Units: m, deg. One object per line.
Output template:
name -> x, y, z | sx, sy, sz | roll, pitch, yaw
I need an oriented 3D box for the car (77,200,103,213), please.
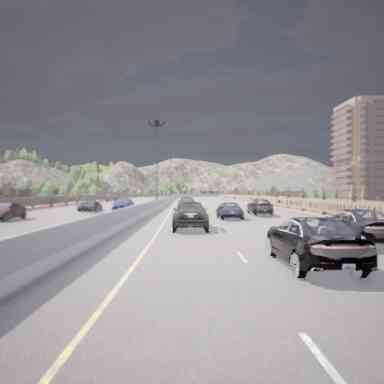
car -> -11.266, 1.565, 36.847 | 1.994, 1.385, 4.181 | 0, 0, -1

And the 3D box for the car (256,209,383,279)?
car -> 3.563, 1.492, 10.026 | 2.128, 1.511, 4.902 | 0, 0, 0

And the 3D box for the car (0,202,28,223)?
car -> -14.449, 1.526, 25.754 | 1.812, 1.442, 4.674 | 0, 0, -2

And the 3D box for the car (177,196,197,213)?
car -> -0.619, 1.353, 38.341 | 2.097, 1.767, 4.553 | 0, 0, -2

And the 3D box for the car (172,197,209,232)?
car -> -0.126, 1.353, 20.374 | 2.097, 1.767, 4.553 | 0, 0, -1

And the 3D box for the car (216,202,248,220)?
car -> 3.164, 1.565, 28.400 | 1.994, 1.385, 4.181 | 0, 0, -2

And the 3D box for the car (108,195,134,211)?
car -> -7.798, 1.479, 37.987 | 1.882, 1.535, 5.008 | 0, 0, -1

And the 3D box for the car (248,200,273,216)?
car -> 6.551, 1.493, 32.497 | 2.128, 1.511, 4.902 | 0, 0, -2

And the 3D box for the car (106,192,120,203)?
car -> -15.527, 1.031, 66.186 | 2.150, 2.045, 5.566 | 0, 0, -2

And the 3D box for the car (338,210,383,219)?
car -> 7.008, 1.492, 14.252 | 2.128, 1.511, 4.902 | 0, 0, -1
